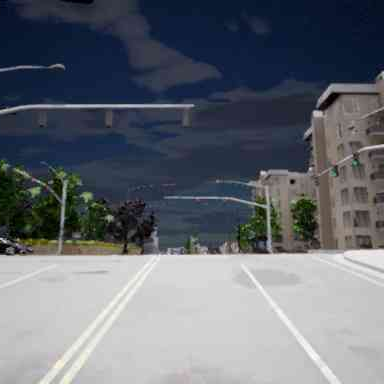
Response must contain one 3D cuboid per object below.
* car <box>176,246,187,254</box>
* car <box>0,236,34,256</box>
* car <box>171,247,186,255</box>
[{"bbox_3d":[-2.276,12.747,72.737,2.097,1.767,4.553,0,-11,1],"label":"car"},{"bbox_3d":[-13.945,3.896,23.899,4.892,1.490,1.837,1,-11,1],"label":"car"},{"bbox_3d":[-2.590,10.345,57.422,1.812,1.442,4.674,0,-11,2],"label":"car"}]
